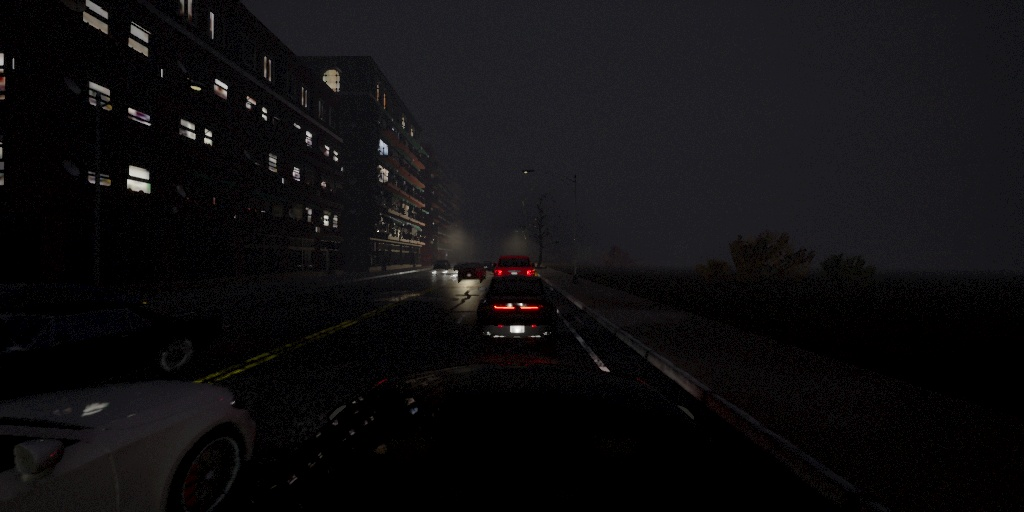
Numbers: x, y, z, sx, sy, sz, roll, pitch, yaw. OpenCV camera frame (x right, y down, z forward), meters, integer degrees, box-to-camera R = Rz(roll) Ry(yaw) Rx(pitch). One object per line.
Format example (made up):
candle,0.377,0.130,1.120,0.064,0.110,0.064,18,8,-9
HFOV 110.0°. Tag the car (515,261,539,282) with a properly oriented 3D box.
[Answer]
car,1.164,1.209,30.538,1.801,1.575,5.366,0,0,0

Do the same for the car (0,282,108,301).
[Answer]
car,-9.845,1.276,6.935,1.812,1.442,4.674,0,0,0

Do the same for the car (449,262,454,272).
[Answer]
car,-6.559,1.354,47.133,1.895,1.301,4.718,0,0,0

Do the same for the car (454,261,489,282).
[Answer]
car,-3.125,1.231,28.568,1.882,1.535,5.008,0,0,0

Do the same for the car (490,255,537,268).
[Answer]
car,0.117,0.975,20.131,2.150,2.045,5.566,0,0,0

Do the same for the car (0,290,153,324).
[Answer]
car,-6.595,1.351,4.764,1.895,1.301,4.718,0,0,0

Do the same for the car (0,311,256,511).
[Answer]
car,-3.150,1.276,1.165,1.812,1.442,4.674,0,0,0

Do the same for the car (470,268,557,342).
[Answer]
car,0.109,1.256,9.784,1.837,1.490,4.892,0,0,0

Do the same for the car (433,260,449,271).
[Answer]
car,-9.803,1.258,50.320,1.837,1.490,4.892,0,0,0
